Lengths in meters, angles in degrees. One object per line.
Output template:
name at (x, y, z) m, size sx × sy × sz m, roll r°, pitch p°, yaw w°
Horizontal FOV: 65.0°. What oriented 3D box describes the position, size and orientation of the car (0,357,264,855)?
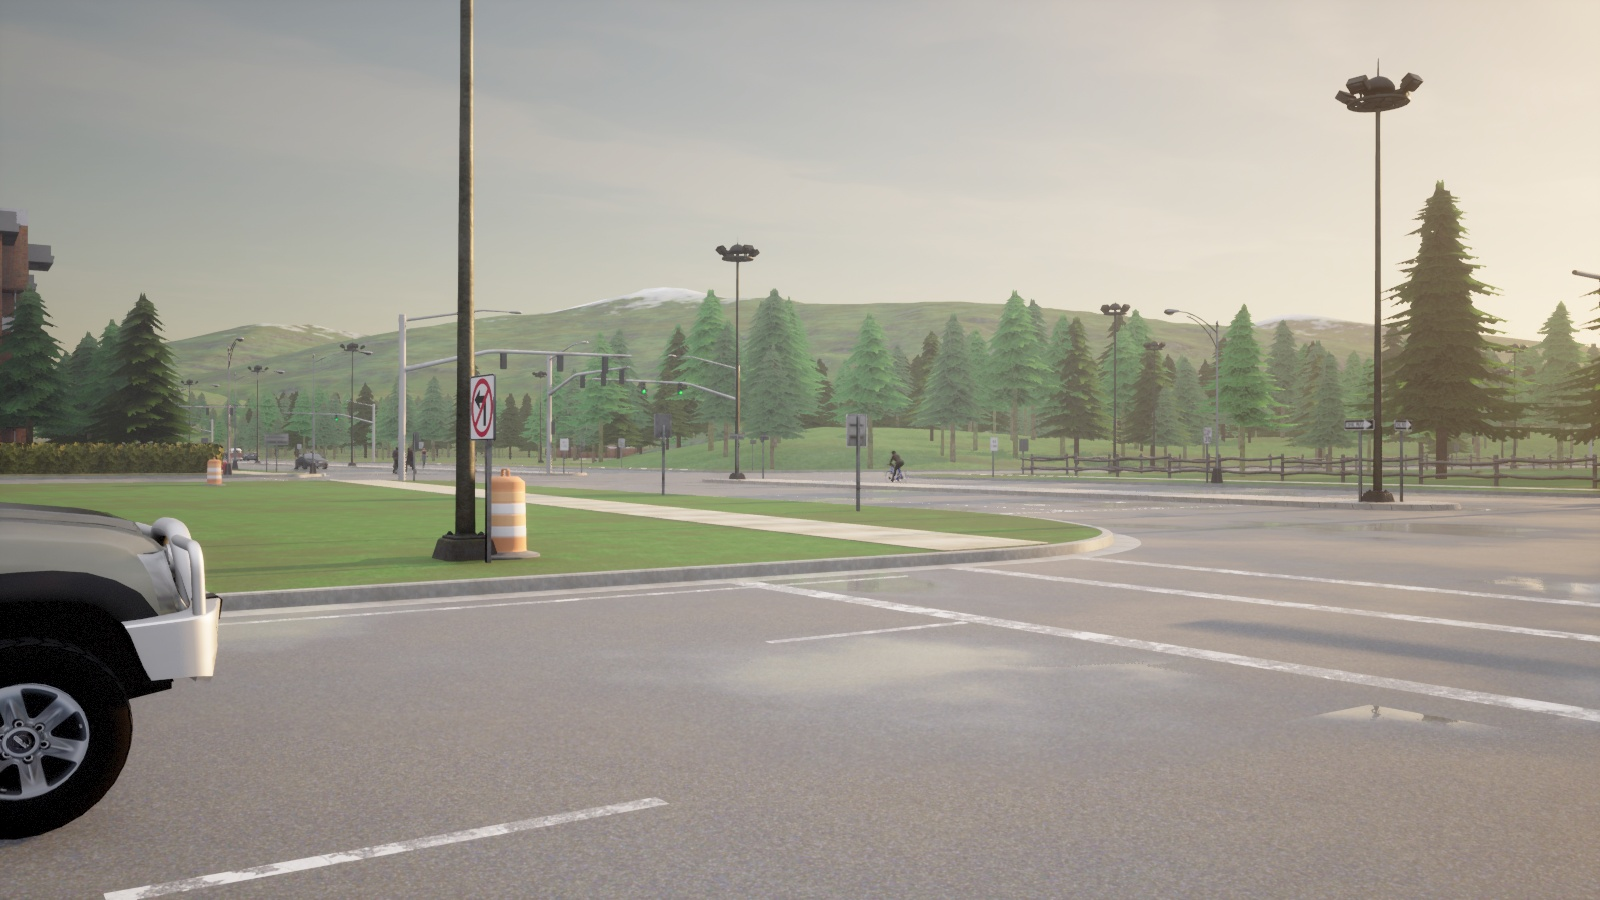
car at (-4.662, 0.583, 4.678) m, size 4.605 × 1.855 × 1.932 m, roll 0°, pitch 0°, yaw -35°
